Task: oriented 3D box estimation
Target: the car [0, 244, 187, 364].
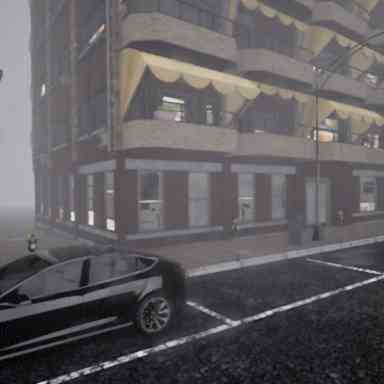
[{"bbox_3d":[-2.074,1.560,5.088,4.313,1.339,1.947,0,0,-35],"label":"car"}]
